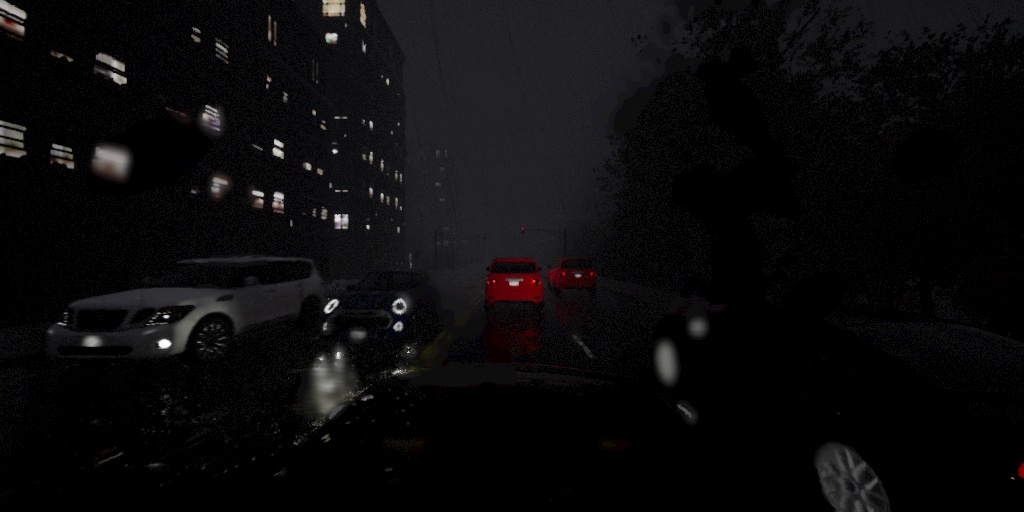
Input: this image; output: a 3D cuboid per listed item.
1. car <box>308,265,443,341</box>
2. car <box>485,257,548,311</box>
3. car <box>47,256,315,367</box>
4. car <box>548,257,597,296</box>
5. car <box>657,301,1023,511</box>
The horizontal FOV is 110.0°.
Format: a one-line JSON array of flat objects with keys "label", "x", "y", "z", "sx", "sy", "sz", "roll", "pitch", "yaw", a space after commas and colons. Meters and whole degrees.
[{"label": "car", "x": -3.362, "y": 1.156, "z": 10.112, "sx": 2.097, "sy": 1.767, "sz": 4.553, "roll": 0, "pitch": 0, "yaw": 0}, {"label": "car", "x": 0.078, "y": 1.062, "z": 15.191, "sx": 2.150, "sy": 2.045, "sz": 5.566, "roll": 0, "pitch": 0, "yaw": 0}, {"label": "car", "x": -6.609, "y": 1.015, "z": 8.404, "sx": 2.150, "sy": 2.045, "sz": 5.566, "roll": 0, "pitch": 0, "yaw": 0}, {"label": "car", "x": 3.327, "y": 1.099, "z": 20.725, "sx": 2.150, "sy": 2.045, "sz": 5.566, "roll": 0, "pitch": 0, "yaw": 0}, {"label": "car", "x": 3.348, "y": 1.242, "z": 3.994, "sx": 1.882, "sy": 1.535, "sz": 5.008, "roll": 0, "pitch": -1, "yaw": 0}]
